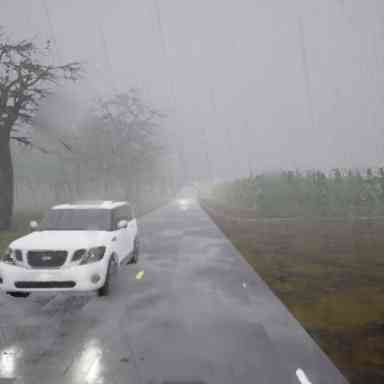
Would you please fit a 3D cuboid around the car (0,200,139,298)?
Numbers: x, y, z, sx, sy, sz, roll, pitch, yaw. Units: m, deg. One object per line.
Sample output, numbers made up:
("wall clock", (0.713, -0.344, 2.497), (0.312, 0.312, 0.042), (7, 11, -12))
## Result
("car", (-2.815, 1.276, 9.053), (2.150, 2.045, 5.566), (0, 0, 0))
